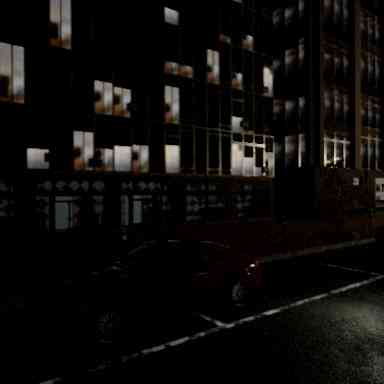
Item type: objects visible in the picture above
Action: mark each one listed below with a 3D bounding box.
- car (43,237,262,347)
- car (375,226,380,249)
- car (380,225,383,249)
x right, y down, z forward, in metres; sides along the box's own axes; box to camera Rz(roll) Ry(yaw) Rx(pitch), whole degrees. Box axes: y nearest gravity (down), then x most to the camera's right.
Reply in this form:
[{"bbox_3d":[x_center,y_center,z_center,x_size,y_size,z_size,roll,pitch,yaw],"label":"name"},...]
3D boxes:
[{"bbox_3d":[-0.487,1.562,6.210,4.206,1.307,1.802,0,0,-35],"label":"car"},{"bbox_3d":[8.798,1.449,12.819,4.507,1.381,1.887,0,0,-35],"label":"car"},{"bbox_3d":[7.453,1.149,8.683,5.566,2.045,2.150,0,0,-35],"label":"car"}]
